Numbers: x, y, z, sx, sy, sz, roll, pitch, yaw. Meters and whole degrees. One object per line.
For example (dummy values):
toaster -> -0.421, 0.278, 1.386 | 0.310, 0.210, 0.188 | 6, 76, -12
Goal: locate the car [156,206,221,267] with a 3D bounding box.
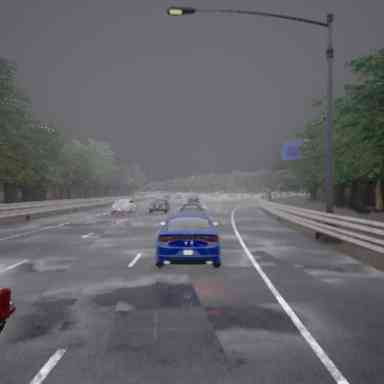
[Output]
car -> -0.102, 1.469, 11.401 | 1.882, 1.535, 5.008 | 0, 0, 0

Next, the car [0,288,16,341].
car -> -3.500, 1.593, 2.737 | 1.895, 1.301, 4.718 | 0, 0, 0

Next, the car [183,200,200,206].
car -> -0.033, 1.534, 23.817 | 1.994, 1.385, 4.181 | 0, 0, 1

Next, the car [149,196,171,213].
car -> -3.341, 1.477, 35.084 | 2.033, 1.411, 5.357 | 0, 0, 1

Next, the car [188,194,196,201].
car -> -0.023, 1.401, 85.166 | 1.882, 1.535, 5.008 | 0, 0, -2

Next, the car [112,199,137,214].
car -> -6.849, 1.451, 33.809 | 1.812, 1.442, 4.674 | 0, 0, 1

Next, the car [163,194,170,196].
car -> -7.325, 1.456, 94.031 | 2.128, 1.511, 4.902 | 0, 0, -2

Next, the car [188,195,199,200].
car -> 0.295, 1.247, 61.213 | 2.097, 1.767, 4.553 | 0, 0, 0
